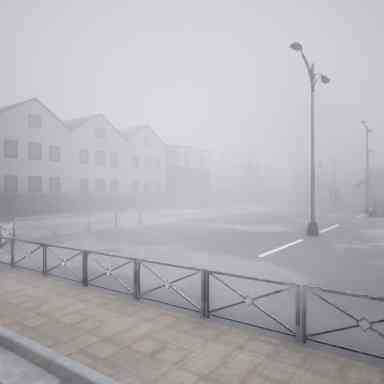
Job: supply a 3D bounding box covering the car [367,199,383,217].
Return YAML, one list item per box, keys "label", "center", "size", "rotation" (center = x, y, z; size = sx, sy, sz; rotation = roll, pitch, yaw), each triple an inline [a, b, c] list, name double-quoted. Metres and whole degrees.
- label: "car"
  center: [15.407, 1.298, 26.815]
  size: [2.007, 1.523, 4.514]
  rotation: [0, 0, 35]
